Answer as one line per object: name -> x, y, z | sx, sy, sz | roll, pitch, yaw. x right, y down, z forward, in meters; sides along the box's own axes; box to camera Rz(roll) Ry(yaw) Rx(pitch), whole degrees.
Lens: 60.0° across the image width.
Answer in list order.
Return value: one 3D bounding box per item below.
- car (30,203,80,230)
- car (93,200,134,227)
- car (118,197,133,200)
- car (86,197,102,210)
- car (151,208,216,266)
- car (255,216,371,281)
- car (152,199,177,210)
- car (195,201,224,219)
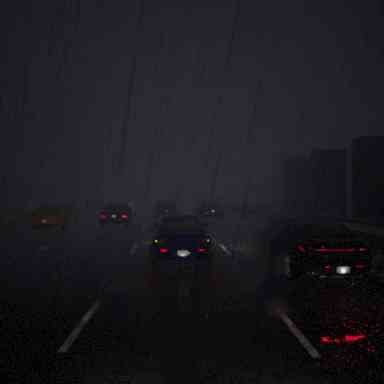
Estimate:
car -> -8.261, 1.409, 20.440 | 1.882, 1.535, 5.008 | 0, 0, -6
car -> -4.900, 1.465, 22.004 | 2.033, 1.411, 5.357 | 0, 0, -7
car -> -8.210, 1.324, 40.699 | 1.882, 1.535, 5.008 | 0, 0, -13
car -> -11.629, 1.334, 39.957 | 1.882, 1.535, 5.008 | 0, 0, -13
car -> -0.387, 1.479, 11.288 | 1.812, 1.442, 4.674 | 0, 0, -3
car -> 3.201, 1.457, 9.742 | 1.837, 1.490, 4.892 | 0, 0, -3
car -> -2.397, 1.360, 29.107 | 1.882, 1.535, 5.008 | 0, 0, -9
car -> 1.350, 1.445, 27.731 | 1.994, 1.385, 4.181 | 0, 0, -8
